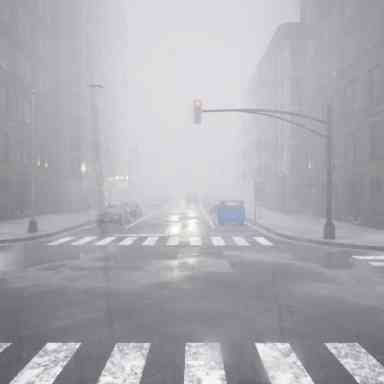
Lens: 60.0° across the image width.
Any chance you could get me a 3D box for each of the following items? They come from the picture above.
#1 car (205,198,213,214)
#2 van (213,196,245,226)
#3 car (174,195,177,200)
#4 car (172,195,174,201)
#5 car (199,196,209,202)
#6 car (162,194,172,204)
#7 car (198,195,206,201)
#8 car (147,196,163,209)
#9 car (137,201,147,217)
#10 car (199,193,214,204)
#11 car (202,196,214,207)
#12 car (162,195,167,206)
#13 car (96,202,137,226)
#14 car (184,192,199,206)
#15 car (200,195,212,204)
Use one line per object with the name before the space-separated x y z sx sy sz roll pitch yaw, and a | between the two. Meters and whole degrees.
car | 2.637 1.580 34.526 1.802 1.307 4.206 0 0 0
van | 2.636 1.340 23.164 1.690 1.788 3.998 0 0 0
car | -5.389 1.409 79.973 1.967 1.590 4.097 0 0 0
car | -5.389 1.292 68.610 2.192 1.841 5.009 0 0 0
car | 2.636 1.524 74.295 2.008 1.369 4.403 0 0 0
car | -5.389 1.547 62.928 1.947 1.339 4.313 0 0 0
car | 2.636 1.530 85.658 1.947 1.339 4.313 0 0 0
car | -5.389 1.519 45.713 1.752 1.417 4.829 0 0 0
car | -5.389 1.543 28.837 1.887 1.381 4.507 0 0 0
car | 2.637 1.305 51.571 2.192 1.841 5.009 0 0 0
car | 2.637 1.576 45.889 1.802 1.307 4.206 0 0 0
car | -5.388 1.556 51.565 1.947 1.339 4.313 0 0 0
car | -5.389 1.549 23.155 2.008 1.369 4.403 0 0 0
car | 0.103 1.208 56.480 2.150 2.045 5.566 0 0 0
car | 2.636 1.422 62.933 1.967 1.590 4.097 0 0 0
